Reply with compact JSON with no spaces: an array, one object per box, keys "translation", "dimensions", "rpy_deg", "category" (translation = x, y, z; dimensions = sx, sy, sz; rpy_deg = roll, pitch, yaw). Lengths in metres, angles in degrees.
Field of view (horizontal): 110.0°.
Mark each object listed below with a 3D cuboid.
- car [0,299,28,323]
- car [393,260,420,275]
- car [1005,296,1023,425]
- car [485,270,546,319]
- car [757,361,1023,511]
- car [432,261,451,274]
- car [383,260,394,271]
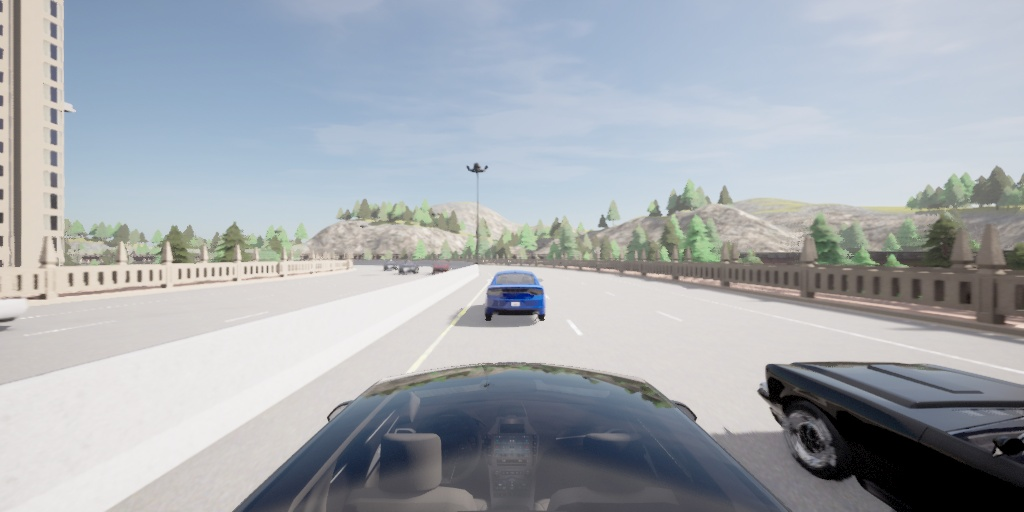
[{"translation":[-14.099,1.355,7.448],"dimensions":[1.895,1.301,4.718],"rpy_deg":[0,0,0],"category":"car"},{"translation":[-11.554,1.321,40.422],"dimensions":[2.128,1.511,4.902],"rpy_deg":[0,0,-8],"category":"car"},{"translation":[7.100,1.242,1.938],"dimensions":[2.128,1.511,4.902],"rpy_deg":[0,0,0],"category":"car"},{"translation":[0.101,1.237,12.804],"dimensions":[1.882,1.535,5.008],"rpy_deg":[0,0,0],"category":"car"},{"translation":[3.600,1.351,1.748],"dimensions":[1.895,1.301,4.718],"rpy_deg":[0,0,0],"category":"car"},{"translation":[-8.255,1.310,42.173],"dimensions":[1.882,1.535,5.008],"rpy_deg":[0,0,-9],"category":"car"},{"translation":[-17.330,1.377,51.400],"dimensions":[2.128,1.511,4.902],"rpy_deg":[0,0,-15],"category":"car"}]
